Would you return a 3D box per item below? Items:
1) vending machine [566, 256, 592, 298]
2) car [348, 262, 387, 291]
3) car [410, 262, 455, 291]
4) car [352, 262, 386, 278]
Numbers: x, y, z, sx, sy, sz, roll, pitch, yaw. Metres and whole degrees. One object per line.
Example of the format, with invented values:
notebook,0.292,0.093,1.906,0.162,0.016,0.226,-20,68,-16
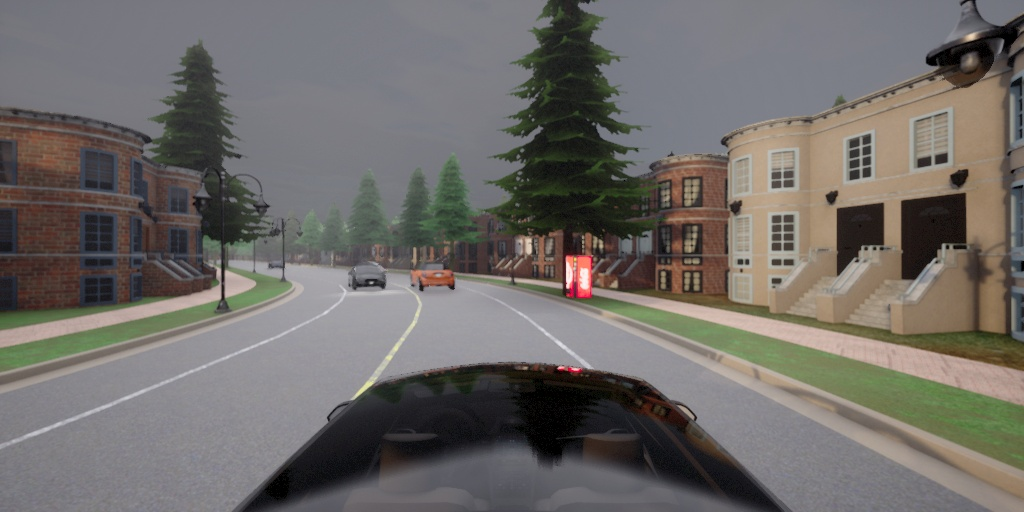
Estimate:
vending machine,3.105,0.973,16.666,1.100,2.100,0.880,0,0,-17
car,-9.182,1.296,22.638,1.837,1.490,4.892,1,0,-29
car,-5.107,1.143,22.615,2.097,1.767,4.553,0,0,-24
car,-14.546,1.345,36.413,1.812,1.442,4.674,0,0,-41
